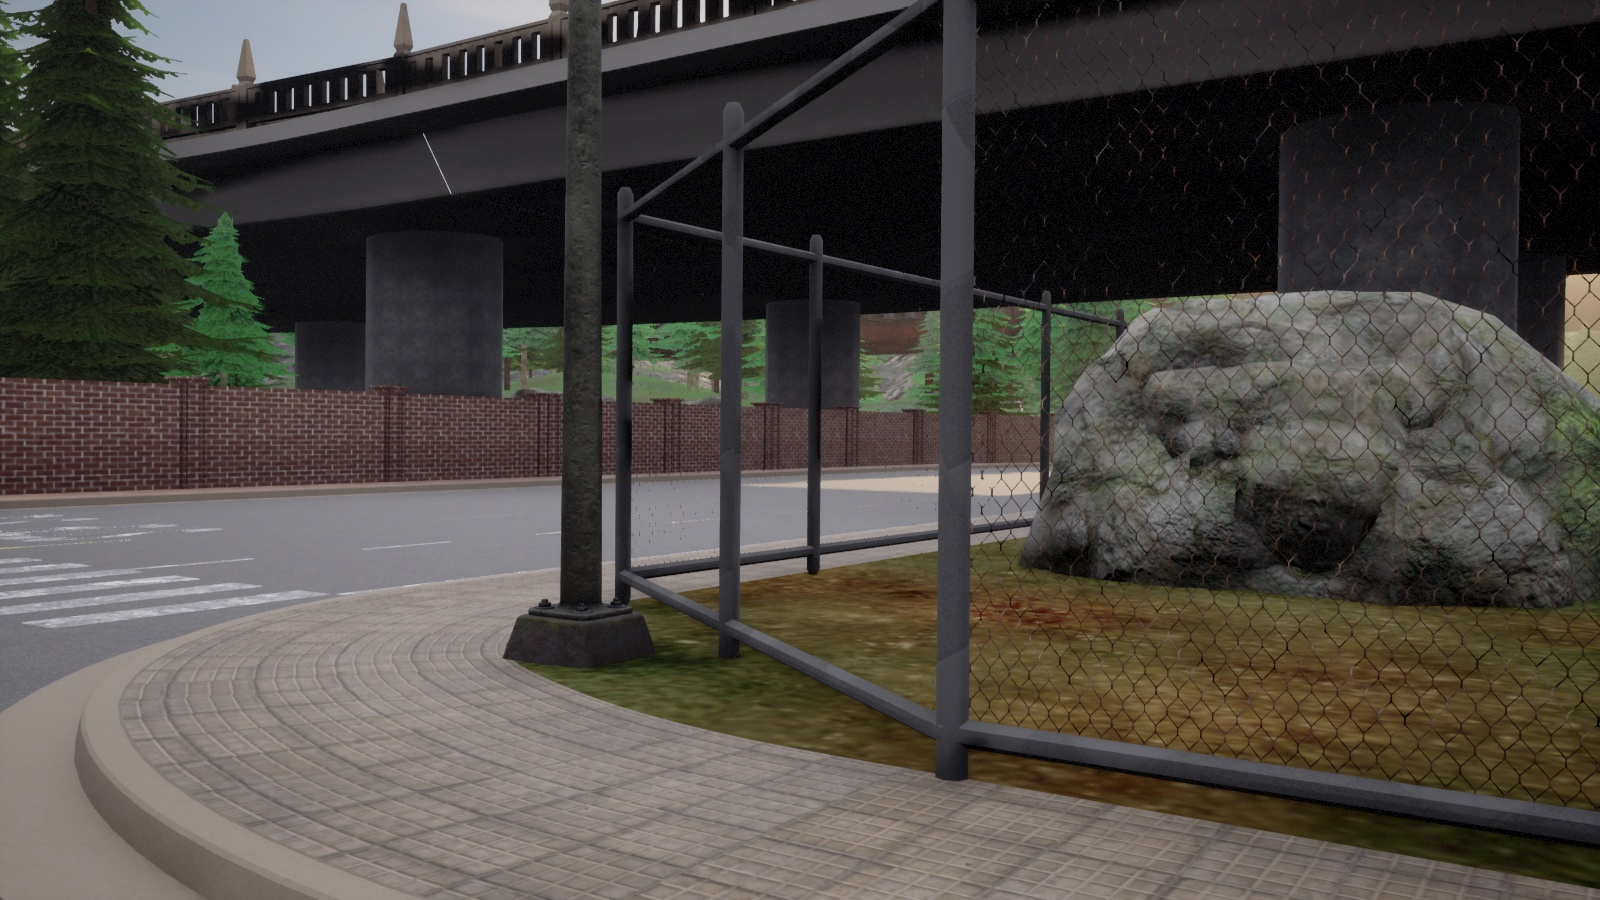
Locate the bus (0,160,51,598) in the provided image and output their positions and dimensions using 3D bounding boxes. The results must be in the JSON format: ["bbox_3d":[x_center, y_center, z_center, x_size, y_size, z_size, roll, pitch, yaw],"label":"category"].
[{"bbox_3d":[-11.990,-0.635,9.363,3.944,4.253,10.273,0,1,33],"label":"bus"}]
